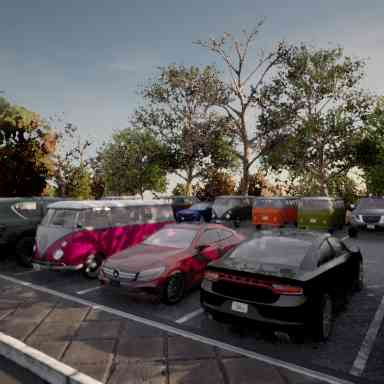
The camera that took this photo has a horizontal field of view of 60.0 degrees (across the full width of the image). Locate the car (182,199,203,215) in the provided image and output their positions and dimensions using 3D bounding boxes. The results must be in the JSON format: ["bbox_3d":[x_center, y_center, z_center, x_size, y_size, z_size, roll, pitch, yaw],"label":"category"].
[{"bbox_3d":[0.852,1.467,23.720,2.097,1.535,5.008,-1,-1,36],"label":"car"}]

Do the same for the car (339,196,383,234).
[{"bbox_3d":[9.724,1.225,17.324,2.435,2.045,5.566,0,0,36],"label":"car"}]

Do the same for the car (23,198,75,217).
[{"bbox_3d":[-14.933,1.590,34.983,2.185,1.767,4.553,-1,-1,36],"label":"car"}]

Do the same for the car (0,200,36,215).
[{"bbox_3d":[-21.774,1.820,39.695,1.946,1.575,5.366,-1,-1,36],"label":"car"}]

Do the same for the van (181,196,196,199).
[{"bbox_3d":[-1.473,1.277,25.236,1.878,1.987,4.442,-1,-1,36],"label":"van"}]

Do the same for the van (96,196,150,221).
[{"bbox_3d":[-5.840,1.348,28.652,1.878,1.987,4.442,-1,-1,36],"label":"van"}]

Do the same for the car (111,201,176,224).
[{"bbox_3d":[-3.760,1.535,26.791,1.946,1.575,5.366,-1,-1,36],"label":"car"}]

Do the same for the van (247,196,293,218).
[{"bbox_3d":[5.406,1.233,20.595,1.878,1.987,4.442,0,0,36],"label":"van"}]

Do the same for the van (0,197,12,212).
[{"bbox_3d":[-26.202,1.693,43.239,1.878,1.987,4.442,-1,-1,36],"label":"van"}]

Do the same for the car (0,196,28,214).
[{"bbox_3d":[-23.904,1.614,41.482,2.435,2.045,5.566,-1,-1,36],"label":"car"}]

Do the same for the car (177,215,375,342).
[{"bbox_3d":[2.113,1.477,6.714,2.097,1.535,5.008,0,0,36],"label":"car"}]

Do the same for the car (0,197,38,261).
[{"bbox_3d":[-4.637,1.199,11.591,2.435,2.045,5.566,0,0,36],"label":"car"}]

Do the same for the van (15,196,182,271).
[{"bbox_3d":[-2.464,1.234,9.857,1.878,1.987,4.442,0,0,36],"label":"van"}]

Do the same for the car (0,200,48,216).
[{"bbox_3d":[-19.421,1.787,38.229,2.231,1.521,4.892,-1,-1,36],"label":"car"}]

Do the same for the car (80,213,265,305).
[{"bbox_3d":[-0.139,1.509,8.337,2.002,1.452,4.674,0,0,36],"label":"car"}]

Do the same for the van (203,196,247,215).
[{"bbox_3d":[2.910,1.223,22.096,1.878,1.987,4.442,0,0,36],"label":"van"}]

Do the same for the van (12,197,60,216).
[{"bbox_3d":[-17.099,1.525,36.717,1.878,1.987,4.442,-1,-1,36],"label":"van"}]

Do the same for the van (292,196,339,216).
[{"bbox_3d":[7.556,1.241,19.055,1.878,1.987,4.442,0,0,36],"label":"van"}]

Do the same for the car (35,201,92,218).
[{"bbox_3d":[-12.766,1.681,33.463,2.097,1.535,5.008,-1,-1,36],"label":"car"}]
